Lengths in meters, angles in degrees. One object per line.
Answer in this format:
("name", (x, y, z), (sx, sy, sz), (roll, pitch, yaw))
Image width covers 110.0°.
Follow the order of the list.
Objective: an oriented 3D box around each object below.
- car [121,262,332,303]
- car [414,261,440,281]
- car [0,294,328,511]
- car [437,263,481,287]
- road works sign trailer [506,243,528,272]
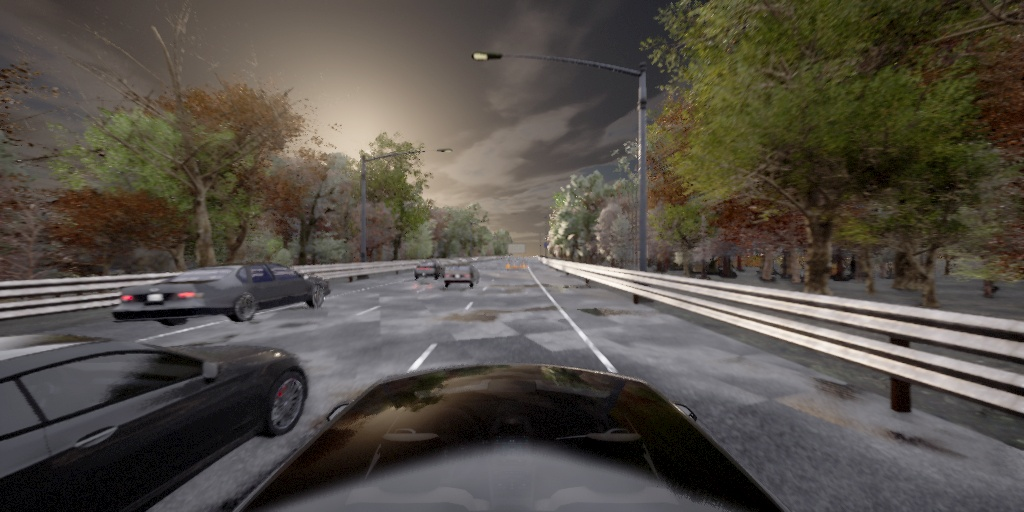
("car", (-6.980, 0.876, 9.546), (2.033, 1.411, 5.357), (-3, 0, 0))
("car", (-6.650, 1.178, 29.659), (2.128, 1.511, 4.902), (0, 0, 1))
("car", (-3.394, 1.273, 2.460), (1.812, 1.442, 4.674), (0, 0, 0))
("car", (-3.242, 1.249, 24.019), (2.033, 1.411, 5.357), (0, 0, 1))
("road works sign trailer", (0.562, 0.107, 45.016), (2.380, 3.560, 2.880), (0, 0, 2))
